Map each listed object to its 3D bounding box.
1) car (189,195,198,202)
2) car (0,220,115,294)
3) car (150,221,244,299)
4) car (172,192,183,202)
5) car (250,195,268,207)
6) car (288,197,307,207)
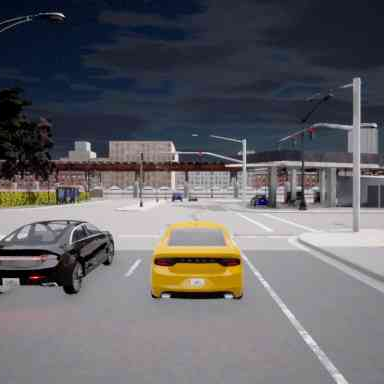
[{"bbox_3d":[0.254,1.446,73.449,1.994,1.385,4.181,0,0,0],"label":"car"},{"bbox_3d":[-3.387,1.474,8.702,2.128,1.511,4.902,0,0,0],"label":"car"},{"bbox_3d":[0.111,1.468,8.481,1.882,1.535,5.008,0,0,0],"label":"car"},{"bbox_3d":[-3.243,1.122,74.060,2.150,2.045,5.566,0,0,0],"label":"car"},{"bbox_3d":[9.880,1.254,48.740,2.242,1.667,4.611,0,0,1],"label":"car"},{"bbox_3d":[15.627,1.426,49.483,1.970,1.475,3.806,0,0,1],"label":"car"}]
